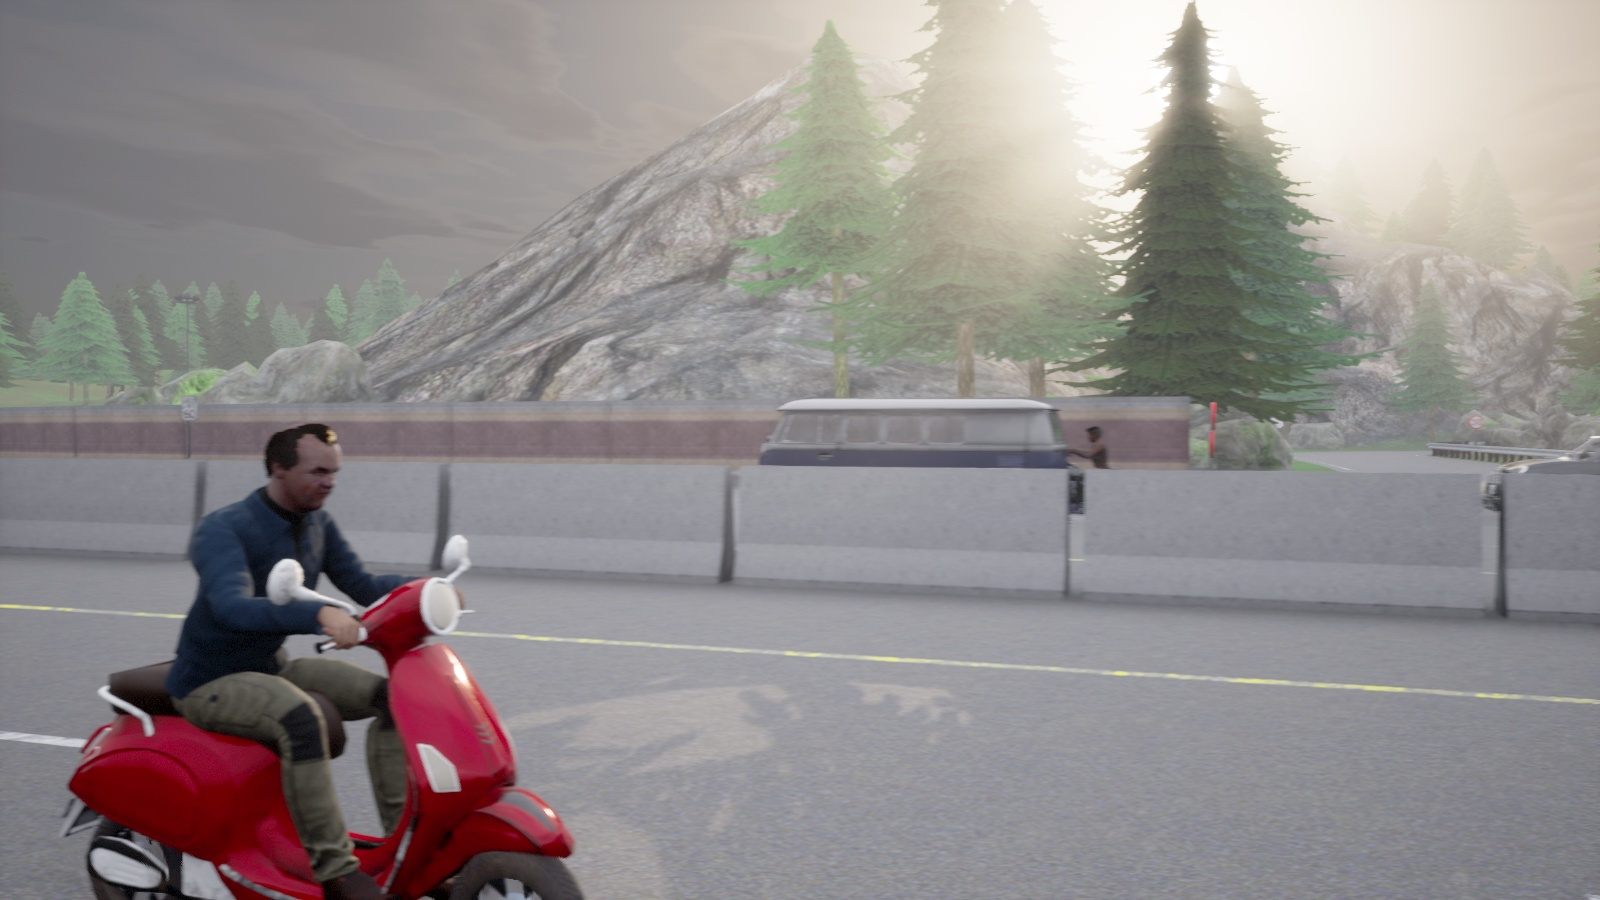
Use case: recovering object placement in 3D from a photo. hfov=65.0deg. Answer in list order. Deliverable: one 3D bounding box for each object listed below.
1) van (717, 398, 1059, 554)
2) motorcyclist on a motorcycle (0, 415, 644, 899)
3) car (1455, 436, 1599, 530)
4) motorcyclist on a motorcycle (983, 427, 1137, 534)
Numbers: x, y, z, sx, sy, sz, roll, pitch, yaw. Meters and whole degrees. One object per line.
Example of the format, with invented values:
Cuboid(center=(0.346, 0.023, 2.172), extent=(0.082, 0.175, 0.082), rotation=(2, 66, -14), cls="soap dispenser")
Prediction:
Cuboid(center=(1.240, 0.285, 17.543), extent=(4.442, 1.987, 1.775), rotation=(1, 1, 19), cls="van")
Cuboid(center=(-1.479, 0.704, 3.690), extent=(1.817, 1.590, 0.866), rotation=(1, 1, 19), cls="motorcyclist on a motorcycle")
Cuboid(center=(13.206, 0.526, 20.903), extent=(3.806, 1.475, 1.970), rotation=(1, 1, 19), cls="car")
Cuboid(center=(4.189, 0.457, 20.246), extent=(2.350, 1.649, 0.766), rotation=(1, 1, 19), cls="motorcyclist on a motorcycle")
